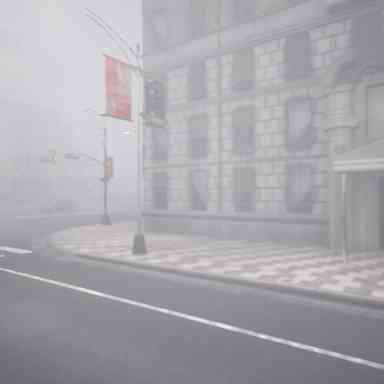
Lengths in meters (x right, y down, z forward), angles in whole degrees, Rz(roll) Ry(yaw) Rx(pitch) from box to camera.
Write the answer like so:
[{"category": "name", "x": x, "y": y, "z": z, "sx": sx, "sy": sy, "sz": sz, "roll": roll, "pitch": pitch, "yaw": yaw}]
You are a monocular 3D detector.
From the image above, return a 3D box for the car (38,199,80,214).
[{"category": "car", "x": -15.691, "y": 1.675, "z": 39.231, "sx": 2.097, "sy": 1.767, "sz": 4.553, "roll": -1, "pitch": -1, "yaw": 36}]

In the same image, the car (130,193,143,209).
[{"category": "car", "x": -6.779, "y": 1.475, "z": 51.443, "sx": 2.097, "sy": 1.767, "sz": 4.553, "roll": -1, "pitch": 0, "yaw": 36}]

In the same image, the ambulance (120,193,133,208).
[{"category": "ambulance", "x": -8.882, "y": 1.374, "z": 54.513, "sx": 2.351, "sy": 2.431, "sz": 6.366, "roll": -1, "pitch": 0, "yaw": 36}]
